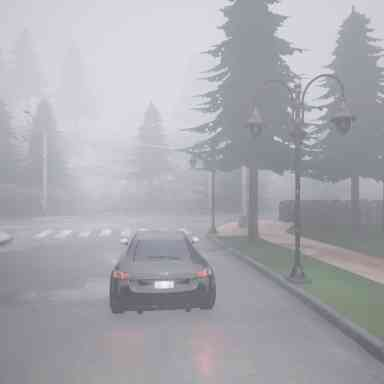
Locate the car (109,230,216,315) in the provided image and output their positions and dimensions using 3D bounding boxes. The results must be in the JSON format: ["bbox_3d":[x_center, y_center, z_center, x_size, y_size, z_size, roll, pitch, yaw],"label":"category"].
[{"bbox_3d":[-0.725,1.564,7.709,1.994,1.385,4.181,0,0,-7],"label":"car"}]
